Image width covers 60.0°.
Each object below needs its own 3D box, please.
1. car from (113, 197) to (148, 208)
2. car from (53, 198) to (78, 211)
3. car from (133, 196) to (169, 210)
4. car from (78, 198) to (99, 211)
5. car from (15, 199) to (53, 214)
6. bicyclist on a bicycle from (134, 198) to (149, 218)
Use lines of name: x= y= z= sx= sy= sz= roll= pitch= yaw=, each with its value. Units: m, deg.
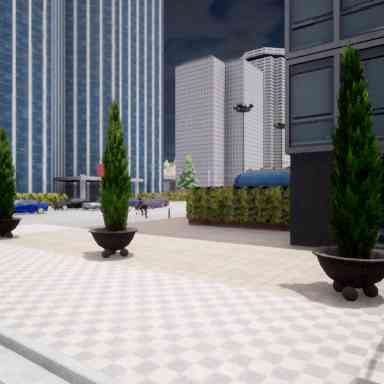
car: x=-9.287 y=1.547 z=50.511 sx=2.033 sy=1.411 sz=5.357 roll=0 pitch=0 yaw=35
car: x=-15.215 y=1.477 z=42.086 sx=1.882 sy=1.535 sz=5.008 roll=0 pitch=0 yaw=35
car: x=-5.432 y=1.564 z=43.494 sx=1.994 sy=1.385 sz=4.181 roll=0 pitch=0 yaw=35
car: x=-11.338 y=1.601 z=41.516 sx=1.895 sy=1.301 sz=4.718 roll=0 pitch=0 yaw=35
car: x=-17.048 y=1.477 z=33.383 sx=1.882 sy=1.535 sz=5.008 roll=0 pitch=0 yaw=35
bicyclist on a bicycle: x=-4.075 y=1.301 z=26.657 sx=1.656 sy=1.620 sz=0.582 roll=0 pitch=0 yaw=35
